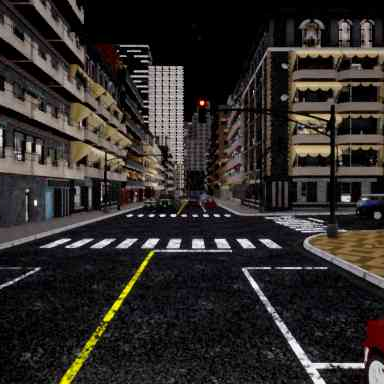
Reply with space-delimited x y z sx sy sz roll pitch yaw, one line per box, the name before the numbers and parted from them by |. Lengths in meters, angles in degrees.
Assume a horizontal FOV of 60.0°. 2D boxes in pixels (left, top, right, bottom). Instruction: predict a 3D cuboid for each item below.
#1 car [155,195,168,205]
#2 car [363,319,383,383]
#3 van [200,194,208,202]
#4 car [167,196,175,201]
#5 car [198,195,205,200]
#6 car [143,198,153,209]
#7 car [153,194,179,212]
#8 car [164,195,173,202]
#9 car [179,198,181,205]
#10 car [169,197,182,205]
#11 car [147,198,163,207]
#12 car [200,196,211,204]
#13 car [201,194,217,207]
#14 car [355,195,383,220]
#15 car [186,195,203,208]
car | -5.620 1.462 61.876 1.967 1.590 4.097 -1 0 0
car | 2.684 1.544 1.805 1.887 1.381 4.507 0 0 0
van | 2.781 1.378 78.444 1.690 1.788 3.998 -1 0 0
car | -5.583 1.632 89.516 1.802 1.307 4.206 -1 0 0
car | 2.804 1.601 95.028 1.887 1.381 4.507 -1 0 0
car | -5.640 1.560 45.293 2.008 1.369 4.403 0 0 0
car | -3.049 1.228 40.077 2.150 2.045 5.566 0 0 0
car | -5.598 1.562 78.290 1.752 1.417 4.829 -1 0 0
car | -3.028 1.538 49.910 1.812 1.442 4.674 0 0 0
car | -2.991 1.568 60.544 2.033 1.411 5.357 0 0 1
car | -5.633 1.579 50.820 1.947 1.339 4.313 0 0 0
car | 2.769 1.577 67.388 2.008 1.369 4.403 -1 0 0
car | 2.746 1.454 50.805 1.967 1.590 4.097 -1 0 0
car | 14.870 1.206 24.776 5.008 1.535 1.882 -1 0 -1
car | 0.154 1.558 47.031 2.033 1.411 5.357 0 0 0
